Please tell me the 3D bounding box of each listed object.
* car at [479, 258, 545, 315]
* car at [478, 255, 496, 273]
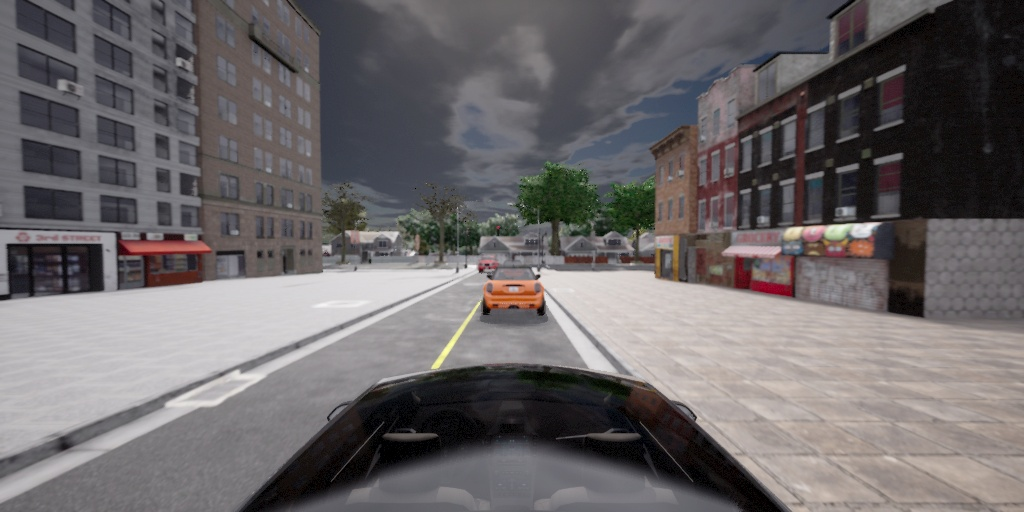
[{"bbox_3d":[0.069,1.096,13.761,2.097,1.767,4.553,0,0,0],"label":"car"},{"bbox_3d":[-2.809,0.931,43.172,2.150,2.045,5.566,0,0,0],"label":"car"}]
